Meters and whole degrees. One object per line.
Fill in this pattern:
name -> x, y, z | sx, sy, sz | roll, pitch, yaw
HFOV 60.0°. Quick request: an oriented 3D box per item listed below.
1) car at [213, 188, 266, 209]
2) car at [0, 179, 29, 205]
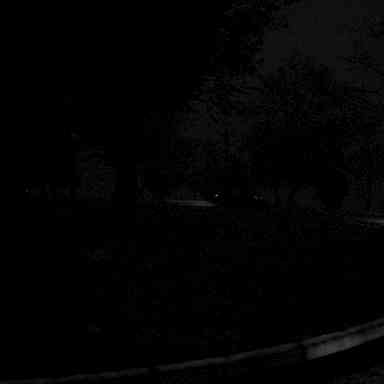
car -> 4.124, 0.450, 29.526 | 4.553, 1.767, 2.097 | 2, 2, 35
car -> -15.914, 0.004, 26.296 | 2.150, 2.045, 5.566 | 2, 2, 42
